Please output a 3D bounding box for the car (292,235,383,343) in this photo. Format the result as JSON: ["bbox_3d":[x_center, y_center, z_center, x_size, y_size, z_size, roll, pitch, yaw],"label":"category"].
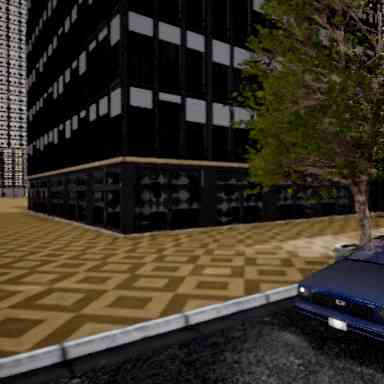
[{"bbox_3d":[4.302,1.551,6.434,5.357,1.411,2.033,0,0,-36],"label":"car"}]
